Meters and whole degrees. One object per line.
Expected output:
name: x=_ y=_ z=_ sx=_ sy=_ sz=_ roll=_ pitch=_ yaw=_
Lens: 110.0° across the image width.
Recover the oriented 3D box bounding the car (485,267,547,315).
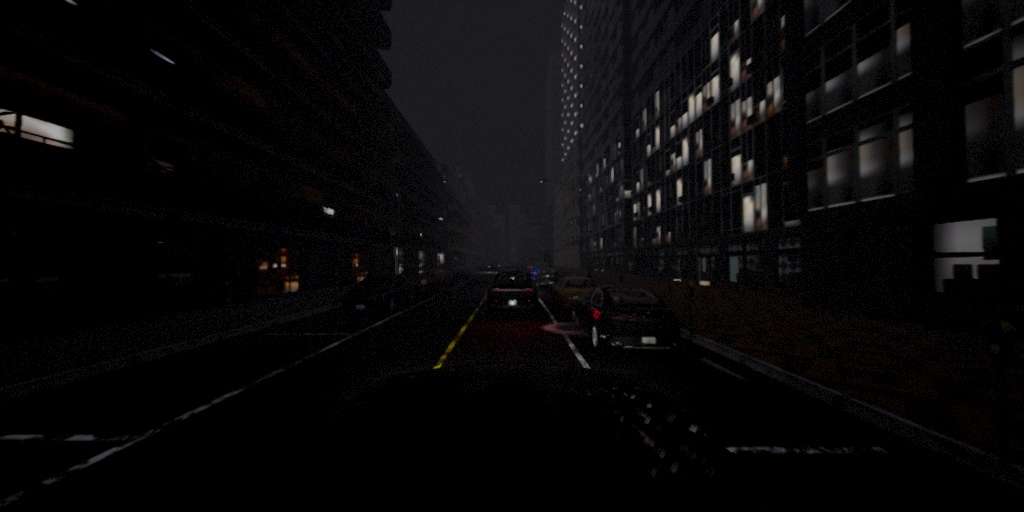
car: x=0.041 y=1.359 z=14.271 sx=2.128 sy=1.511 sz=4.902 roll=0 pitch=0 yaw=1

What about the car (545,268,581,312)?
car: x=2.562 y=1.395 z=14.729 sx=1.751 sy=1.417 sz=4.829 roll=0 pitch=0 yaw=0

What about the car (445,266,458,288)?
car: x=-5.322 y=1.559 z=26.030 sx=1.802 sy=1.307 sz=4.207 roll=0 pitch=0 yaw=0

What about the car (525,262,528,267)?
car: x=2.975 y=1.494 z=43.424 sx=2.097 sy=1.767 sz=4.553 roll=0 pitch=-1 yaw=0

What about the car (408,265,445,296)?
car: x=-5.320 y=1.364 z=20.384 sx=1.967 sy=1.591 sz=4.097 roll=0 pitch=0 yaw=0

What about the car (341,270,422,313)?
car: x=-5.319 y=1.437 z=14.738 sx=1.948 sy=1.339 sz=4.313 roll=0 pitch=0 yaw=0

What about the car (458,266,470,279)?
car: x=-5.325 y=1.665 z=37.322 sx=1.802 sy=1.307 sz=4.207 roll=0 pitch=0 yaw=0

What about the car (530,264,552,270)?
car: x=2.559 y=1.526 z=25.863 sx=2.007 sy=1.370 sz=4.403 roll=0 pitch=0 yaw=0

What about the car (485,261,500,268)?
car: x=-2.828 y=1.641 z=58.836 sx=2.097 sy=1.767 sz=4.553 roll=0 pitch=-1 yaw=0

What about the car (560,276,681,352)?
car: x=2.564 y=1.368 z=8.907 sx=2.007 sy=1.370 sz=4.403 roll=0 pitch=0 yaw=0

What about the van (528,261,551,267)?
van: x=2.557 y=1.369 z=31.515 sx=1.690 sy=1.789 sz=3.998 roll=0 pitch=0 yaw=0

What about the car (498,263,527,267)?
car: x=0.041 y=1.540 z=30.011 sx=1.812 sy=1.442 sz=4.674 roll=0 pitch=0 yaw=0
